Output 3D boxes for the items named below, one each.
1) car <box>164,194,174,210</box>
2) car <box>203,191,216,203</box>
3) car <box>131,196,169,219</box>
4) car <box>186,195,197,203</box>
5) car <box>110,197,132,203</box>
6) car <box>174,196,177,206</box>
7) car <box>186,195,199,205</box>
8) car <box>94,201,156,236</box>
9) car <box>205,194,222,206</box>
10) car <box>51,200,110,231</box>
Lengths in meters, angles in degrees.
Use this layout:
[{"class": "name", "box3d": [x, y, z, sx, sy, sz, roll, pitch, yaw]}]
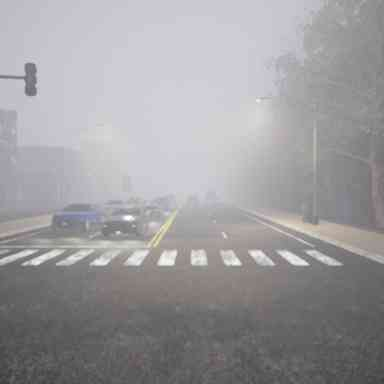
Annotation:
[{"class": "car", "box3d": [-3.353, 1.273, 37.353, 1.882, 1.535, 5.008, 0, 0, 0]}, {"class": "car", "box3d": [3.233, 0.892, 59.660, 2.150, 2.045, 5.566, 0, 0, 0]}, {"class": "car", "box3d": [-3.356, 1.341, 27.442, 2.128, 1.511, 4.902, 0, 0, 0]}, {"class": "car", "box3d": [-0.019, 1.266, 60.643, 1.895, 1.301, 4.718, 0, 0, 0]}, {"class": "car", "box3d": [-6.610, 1.367, 29.009, 1.812, 1.442, 4.674, 0, 0, 0]}, {"class": "car", "box3d": [-3.313, 1.089, 48.023, 2.097, 1.767, 4.553, 0, 0, 1]}, {"class": "car", "box3d": [0.084, 1.201, 50.359, 1.882, 1.535, 5.008, 0, 0, 0]}, {"class": "car", "box3d": [-3.358, 1.450, 17.830, 2.033, 1.411, 5.357, 0, 0, 0]}, {"class": "car", "box3d": [3.331, 1.329, 49.479, 1.895, 1.301, 4.718, 0, 0, 0]}, {"class": "car", "box3d": [-6.608, 1.370, 19.745, 1.882, 1.535, 5.008, 0, 0, 0]}]
